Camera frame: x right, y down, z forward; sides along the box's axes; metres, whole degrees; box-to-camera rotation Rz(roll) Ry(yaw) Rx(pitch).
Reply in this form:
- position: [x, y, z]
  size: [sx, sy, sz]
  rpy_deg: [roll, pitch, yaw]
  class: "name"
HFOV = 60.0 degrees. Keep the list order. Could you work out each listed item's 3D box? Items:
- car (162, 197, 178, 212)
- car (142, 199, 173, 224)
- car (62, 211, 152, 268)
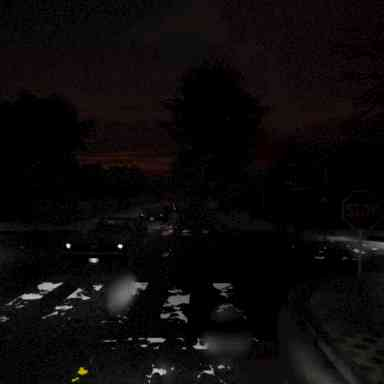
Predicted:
- position: [-2.661, 1.314, 37.182]
  size: [2.097, 1.767, 4.553]
  rpy_deg: [0, 0, 0]
  class: "car"
- position: [-2.695, 1.522, 24.815]
  size: [1.812, 1.442, 4.674]
  rpy_deg: [0, 0, 0]
  class: "car"
- position: [-2.722, 1.577, 11.412]
  size: [1.895, 1.301, 4.718]
  rpy_deg: [1, 0, 0]
  class: "car"
